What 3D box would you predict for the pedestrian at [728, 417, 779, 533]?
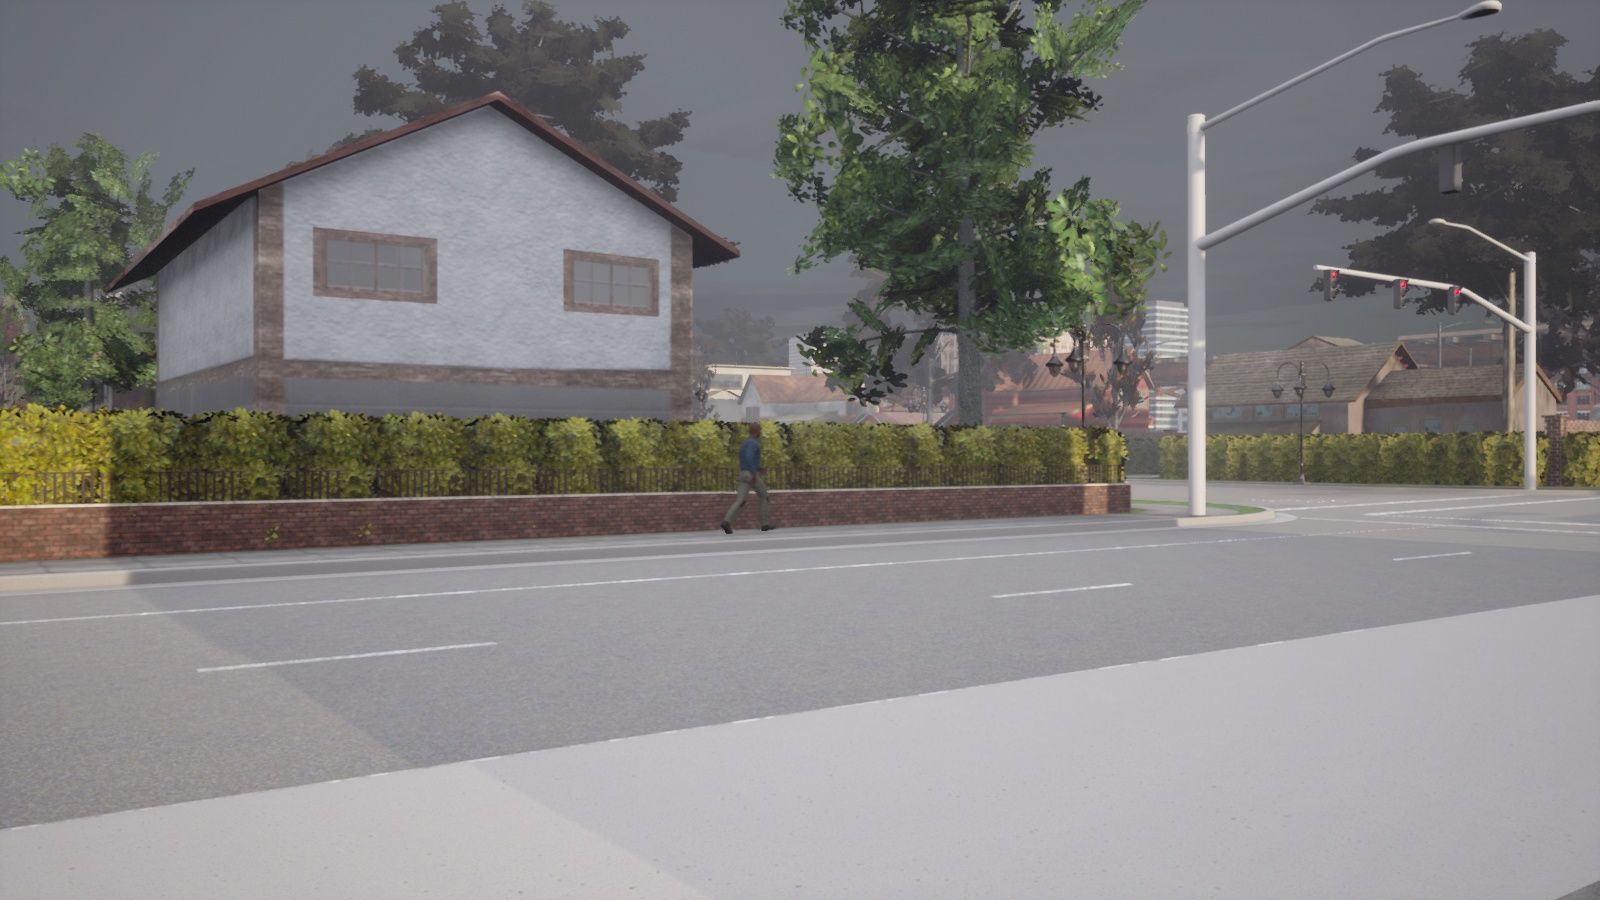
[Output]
[{"bbox_3d":[-0.741,0.400,20.203,0.726,1.835,0.370,0,0,-34],"label":"pedestrian"}]
